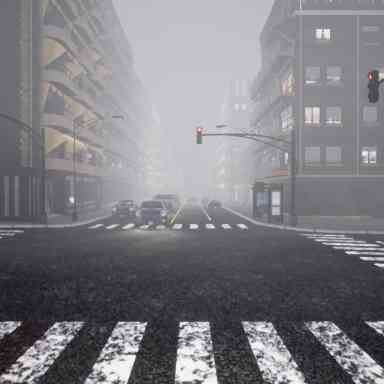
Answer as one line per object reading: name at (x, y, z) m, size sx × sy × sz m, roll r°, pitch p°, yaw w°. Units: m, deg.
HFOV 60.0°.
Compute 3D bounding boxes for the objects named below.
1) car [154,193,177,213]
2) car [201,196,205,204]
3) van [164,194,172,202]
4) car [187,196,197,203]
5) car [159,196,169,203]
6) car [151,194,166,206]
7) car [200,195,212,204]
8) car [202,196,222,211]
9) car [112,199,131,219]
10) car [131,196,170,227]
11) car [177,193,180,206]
car at (-3.131, 1.218, 37.131) m, size 2.150 × 2.045 × 5.566 m, roll 0°, pitch 0°, yaw 0°
car at (2.651, 1.542, 46.078) m, size 1.887 × 1.381 × 4.507 m, roll 0°, pitch 0°, yaw 0°
van at (-5.757, 1.337, 79.910) m, size 1.690 × 1.788 × 3.998 m, roll 0°, pitch 0°, yaw 0°
car at (0.043, 1.561, 69.663) m, size 1.994 × 1.385 × 4.181 m, roll 0°, pitch 0°, yaw 0°
car at (-5.748, 1.522, 68.462) m, size 1.752 × 1.417 × 4.829 m, roll 0°, pitch 0°, yaw 0°
car at (-5.740, 1.312, 57.354) m, size 2.192 × 1.841 × 5.009 m, roll 0°, pitch 0°, yaw 0°
car at (2.637, 1.437, 62.995) m, size 1.967 × 1.590 × 4.097 m, roll 0°, pitch 0°, yaw 0°
car at (2.655, 1.548, 40.440) m, size 2.008 × 1.369 × 4.403 m, roll 0°, pitch 0°, yaw 0°
car at (-5.717, 1.438, 29.161) m, size 1.967 × 1.590 × 4.097 m, roll 0°, pitch 0°, yaw 0°
car at (-2.753, 1.350, 22.841) m, size 2.097 × 1.767 × 4.553 m, roll 0°, pitch 0°, yaw -5°
car at (-3.116, 1.220, 55.717) m, size 2.150 × 2.045 × 5.566 m, roll 0°, pitch 0°, yaw 0°
